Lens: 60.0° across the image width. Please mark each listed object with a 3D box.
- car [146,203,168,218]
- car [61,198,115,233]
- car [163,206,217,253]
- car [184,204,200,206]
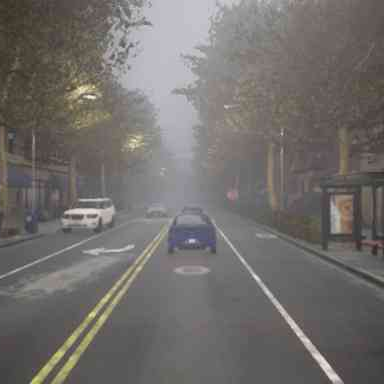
[{"bbox_3d":[-3.490,1.865,34.352,1.812,1.442,4.674,0,-1,0],"label":"car"},{"bbox_3d":[-6.544,1.443,21.649,2.435,2.045,5.566,0,-1,0],"label":"car"},{"bbox_3d":[0.014,1.621,14.460,1.882,1.535,5.008,0,0,0],"label":"car"},{"bbox_3d":[0.018,1.781,29.289,2.128,1.511,4.902,0,0,0],"label":"car"}]
